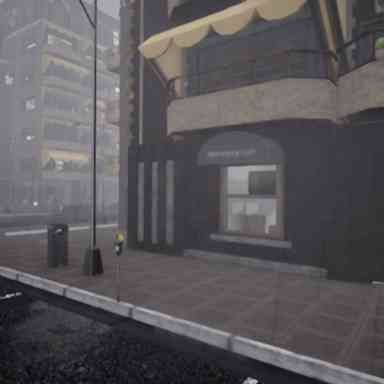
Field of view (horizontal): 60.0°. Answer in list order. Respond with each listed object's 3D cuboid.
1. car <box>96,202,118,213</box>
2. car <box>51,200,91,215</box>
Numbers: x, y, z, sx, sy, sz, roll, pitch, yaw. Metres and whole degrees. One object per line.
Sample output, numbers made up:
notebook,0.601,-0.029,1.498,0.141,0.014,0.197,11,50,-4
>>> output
car,-9.483,1.851,39.968,1.802,1.307,4.206,0,-1,35
car,-12.770,1.610,35.346,1.967,1.590,4.097,0,-1,35
